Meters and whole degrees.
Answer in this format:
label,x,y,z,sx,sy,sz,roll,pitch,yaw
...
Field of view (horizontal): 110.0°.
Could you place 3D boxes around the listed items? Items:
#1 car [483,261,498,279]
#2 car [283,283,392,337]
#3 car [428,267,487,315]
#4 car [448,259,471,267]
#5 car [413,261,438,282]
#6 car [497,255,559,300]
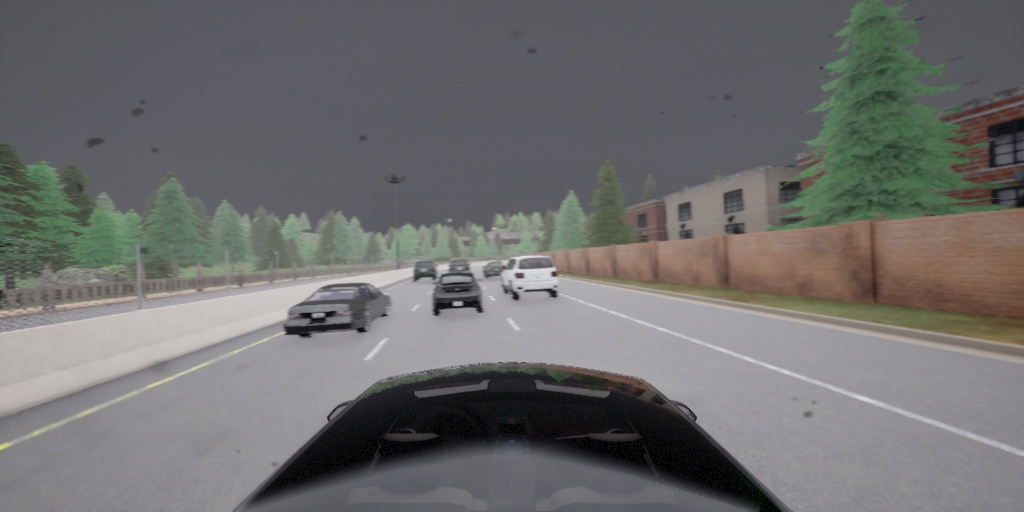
label,x,y,z,sx,sy,sz,roll,pitch,yaw
car,-1.794,1.350,36.583,2.097,1.767,4.553,-3,0,-8
car,-5.310,1.588,11.656,2.033,1.411,5.357,-3,0,-8
car,-2.234,1.421,14.860,1.837,1.490,4.892,-3,0,-8
car,-5.440,1.392,37.335,2.150,2.045,5.566,-3,0,-8
car,-9.029,1.558,37.743,2.150,2.045,5.566,-3,0,-8
car,0.774,1.017,18.446,2.150,2.045,5.566,-3,0,-8
